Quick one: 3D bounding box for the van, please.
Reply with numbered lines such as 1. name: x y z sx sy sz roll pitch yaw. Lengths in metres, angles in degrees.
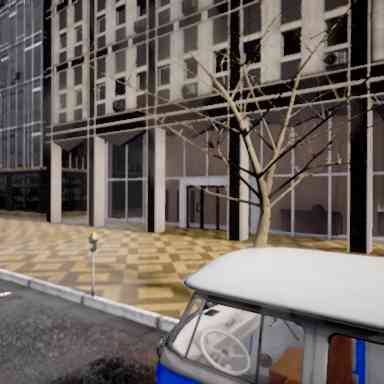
1. van: 1.560 1.342 1.757 3.998 1.788 1.690 0 0 36
